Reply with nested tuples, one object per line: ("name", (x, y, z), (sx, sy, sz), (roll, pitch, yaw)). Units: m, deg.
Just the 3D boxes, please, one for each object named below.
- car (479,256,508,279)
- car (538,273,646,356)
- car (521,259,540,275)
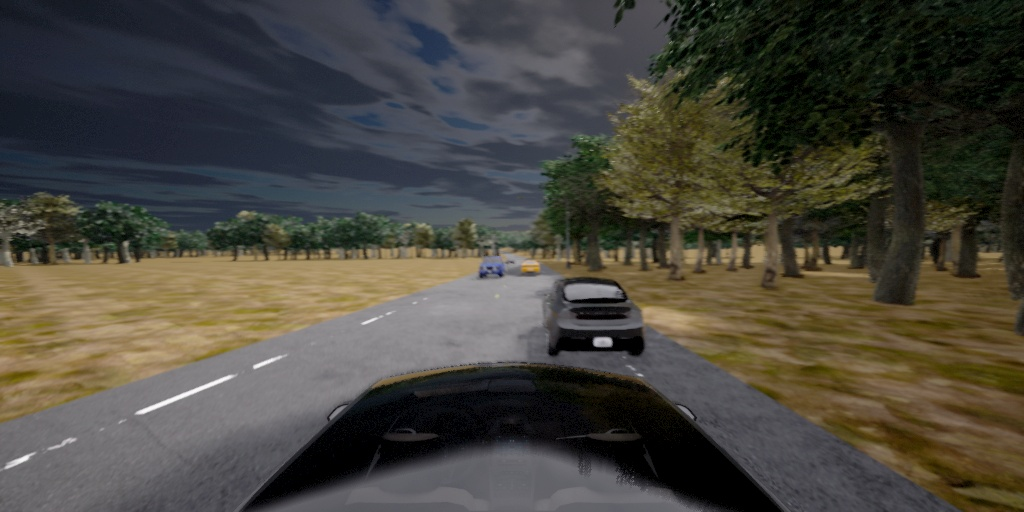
("car", (-1.859, 1.065, 34.683), (2.150, 2.045, 5.566), (-1, 0, 3))
("car", (1.686, 1.242, 8.576), (1.837, 1.490, 4.892), (-1, 0, 3))
("car", (2.034, 1.236, 39.718), (1.882, 1.535, 5.008), (-1, 0, 3))
